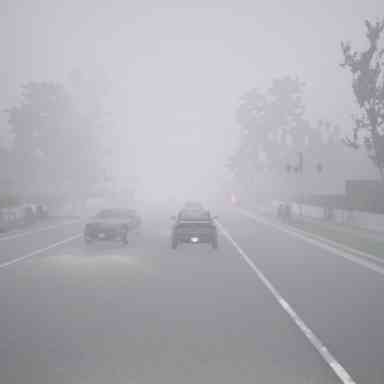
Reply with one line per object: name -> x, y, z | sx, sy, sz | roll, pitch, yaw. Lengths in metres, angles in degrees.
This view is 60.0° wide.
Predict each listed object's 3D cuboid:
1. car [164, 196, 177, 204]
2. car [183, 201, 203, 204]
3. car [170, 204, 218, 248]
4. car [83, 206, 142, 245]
car -> -3.553, 1.370, 57.817 | 1.812, 1.442, 4.674 | 0, 0, 0
car -> 0.105, 1.499, 31.612 | 1.994, 1.385, 4.181 | 0, 0, 0
car -> 0.102, 1.495, 14.718 | 1.837, 1.490, 4.892 | 0, 0, 0
car -> -3.597, 1.464, 15.767 | 1.882, 1.535, 5.008 | 0, 0, 0
